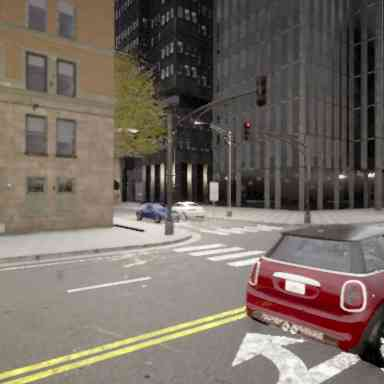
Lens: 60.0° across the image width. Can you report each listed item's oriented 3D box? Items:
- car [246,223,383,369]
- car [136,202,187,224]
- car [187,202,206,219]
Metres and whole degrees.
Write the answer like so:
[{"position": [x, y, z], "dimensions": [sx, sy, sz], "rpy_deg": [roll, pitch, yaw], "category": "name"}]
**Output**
[{"position": [3.089, 1.373, 6.079], "dimensions": [4.553, 1.767, 2.097], "rpy_deg": [0, 0, -40], "category": "car"}, {"position": [-2.678, 1.555, 25.510], "dimensions": [1.812, 1.442, 4.674], "rpy_deg": [0, 0, -36], "category": "car"}, {"position": [-0.690, 1.562, 28.260], "dimensions": [1.812, 1.442, 4.674], "rpy_deg": [0, 0, -36], "category": "car"}]
